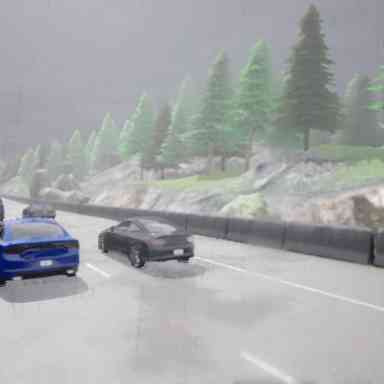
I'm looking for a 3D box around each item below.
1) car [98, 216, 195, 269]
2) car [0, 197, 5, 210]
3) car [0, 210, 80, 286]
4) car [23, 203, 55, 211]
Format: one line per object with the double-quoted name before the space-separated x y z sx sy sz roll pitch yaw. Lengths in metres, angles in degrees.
"car" -1.687 1.564 11.417 1.812 1.442 4.674 0 0 -35
"car" -16.145 1.277 26.197 2.150 2.045 5.566 0 0 -35
"car" -4.779 1.502 9.735 1.882 1.535 5.008 0 0 -35
"car" -12.427 1.615 26.969 2.033 1.411 5.357 0 0 -35
